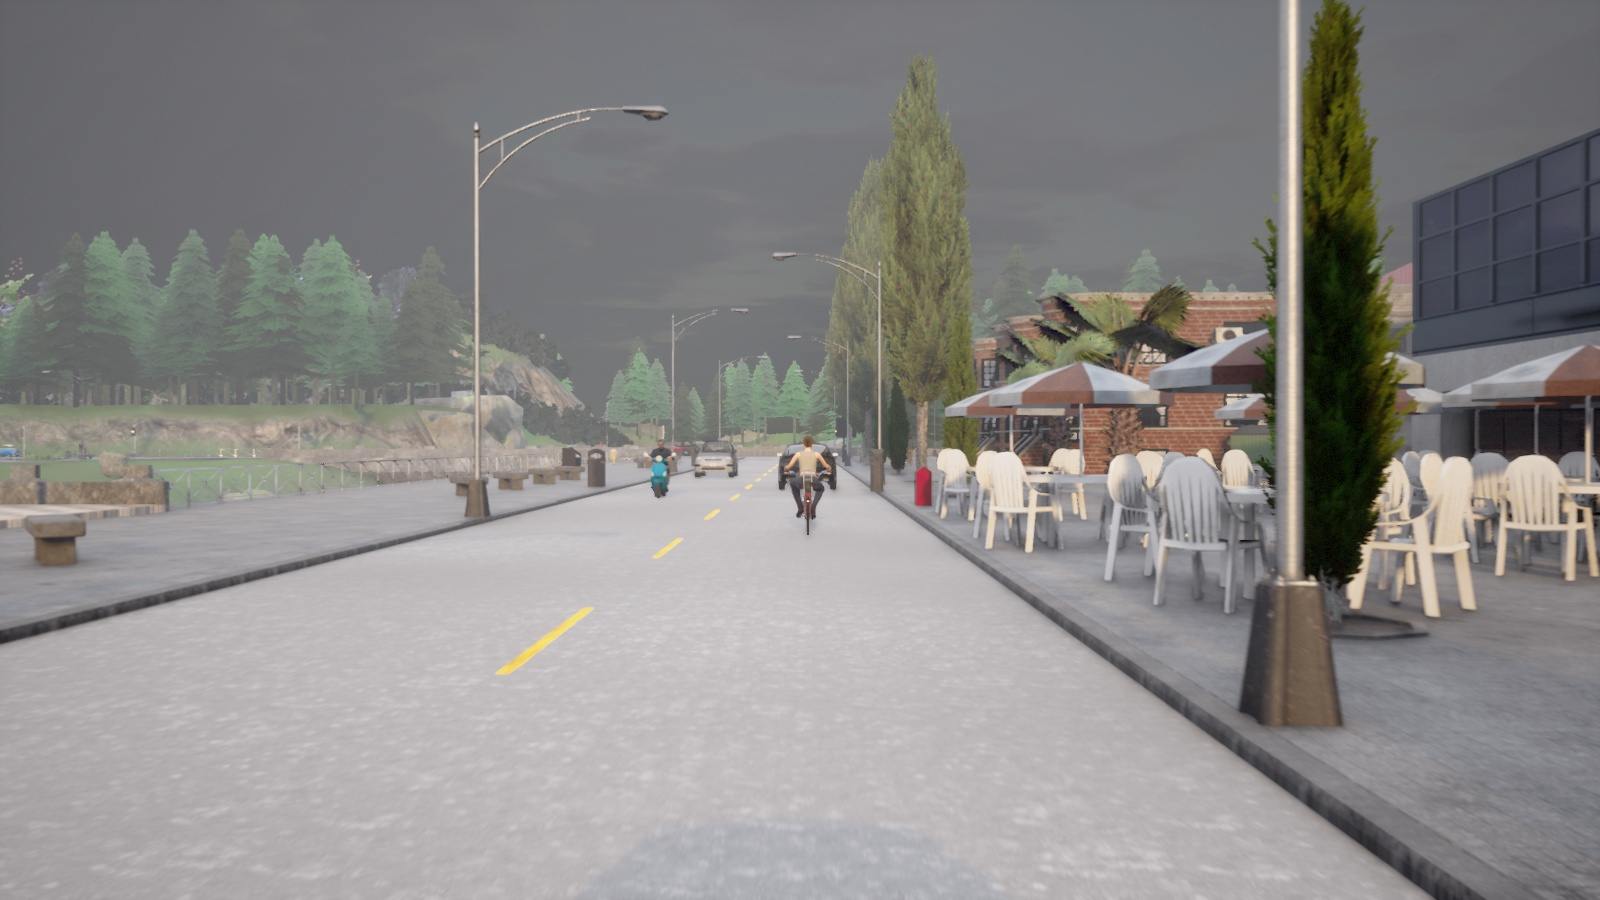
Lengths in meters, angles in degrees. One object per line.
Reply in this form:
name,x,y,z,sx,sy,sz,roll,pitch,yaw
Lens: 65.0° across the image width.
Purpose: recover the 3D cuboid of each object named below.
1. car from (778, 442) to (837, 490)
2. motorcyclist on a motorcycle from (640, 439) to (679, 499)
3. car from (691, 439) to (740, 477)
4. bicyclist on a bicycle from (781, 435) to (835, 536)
car,0.248,0.487,42.116,1.882,1.535,5.008,0,0,0
motorcyclist on a motorcycle,-3.795,0.505,34.068,0.866,1.590,1.817,0,0,0
car,-3.679,0.331,55.131,1.851,1.617,3.988,0,0,0
bicyclist on a bicycle,0.131,0.565,20.922,0.866,1.612,1.509,0,0,0
